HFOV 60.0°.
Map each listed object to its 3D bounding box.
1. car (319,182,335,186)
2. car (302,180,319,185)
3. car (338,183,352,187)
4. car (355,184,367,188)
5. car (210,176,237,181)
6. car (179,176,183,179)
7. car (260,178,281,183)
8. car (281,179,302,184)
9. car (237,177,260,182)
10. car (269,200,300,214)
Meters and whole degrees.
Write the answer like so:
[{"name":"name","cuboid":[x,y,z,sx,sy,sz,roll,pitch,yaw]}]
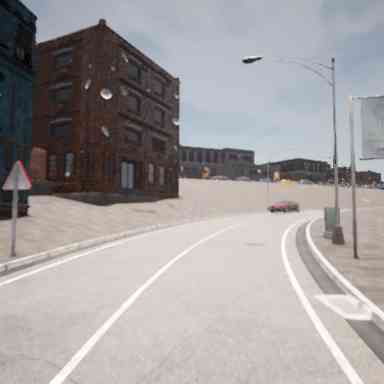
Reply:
[{"name":"car","cuboid":[31.697,-1.624,79.983,4.792,1.488,2.163,2,-5,-26]},{"name":"car","cuboid":[26.546,-1.987,77.498,4.553,1.767,2.185,2,-5,-24]},{"name":"car","cuboid":[36.614,-1.405,82.482,4.674,1.452,2.002,2,-5,-27]},{"name":"car","cuboid":[41.389,-1.231,85.042,4.892,1.521,2.231,3,-5,-28]},{"name":"car","cuboid":[6.137,-2.561,68.947,4.892,1.521,2.231,1,-4,-21]},{"name":"car","cuboid":[-4.080,-2.953,65.050,4.553,1.767,2.185,1,-4,-21]},{"name":"car","cuboid":[16.428,-2.201,73.004,4.674,1.452,2.002,2,-5,-22]},{"name":"car","cuboid":[21.522,-2.055,75.199,5.008,1.535,2.097,2,-5,-23]},{"name":"car","cuboid":[11.289,-2.414,70.924,4.892,1.521,2.231,2,-4,-21]},{"name":"car","cuboid":[10.540,1.623,37.679,1.882,1.535,5.008,-3,-3,40]}]
